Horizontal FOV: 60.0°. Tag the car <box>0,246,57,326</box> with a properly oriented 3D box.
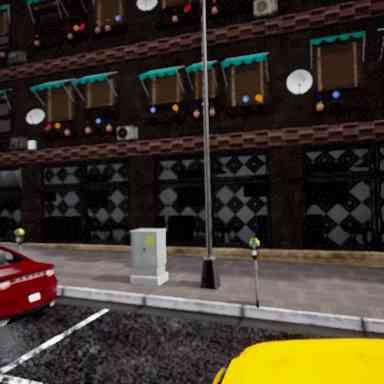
[{"bbox_3d":[-4.673,1.584,6.125,4.507,1.381,1.887,0,-2,18],"label":"car"}]

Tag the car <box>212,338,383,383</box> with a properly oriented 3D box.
[{"bbox_3d":[2.604,1.464,1.841,5.366,1.575,1.801,0,0,18],"label":"car"}]
